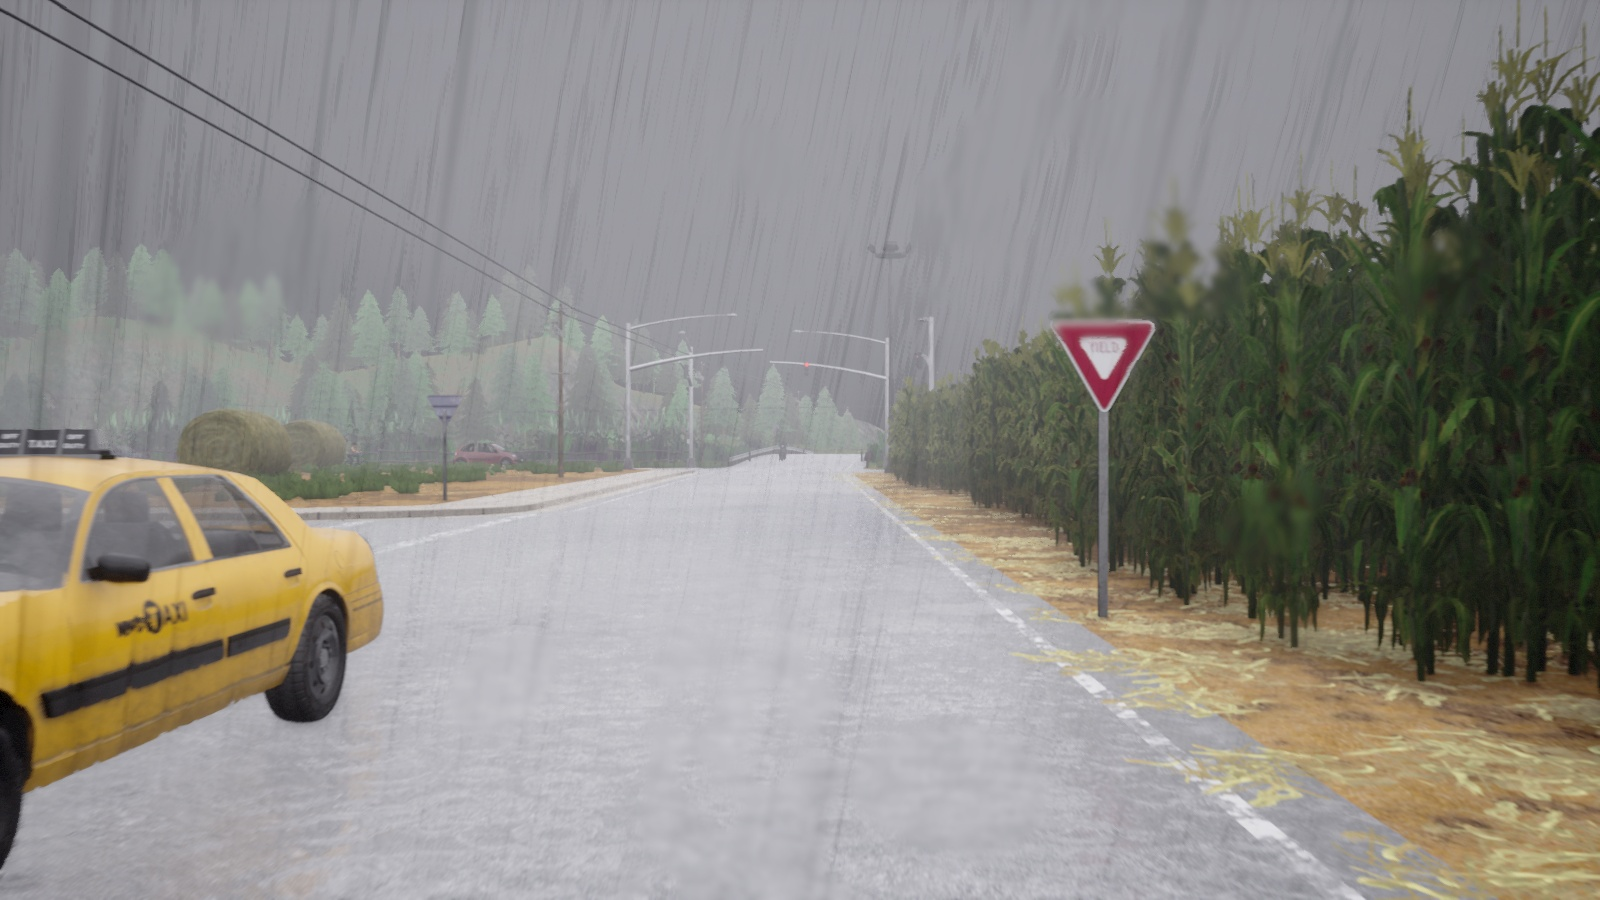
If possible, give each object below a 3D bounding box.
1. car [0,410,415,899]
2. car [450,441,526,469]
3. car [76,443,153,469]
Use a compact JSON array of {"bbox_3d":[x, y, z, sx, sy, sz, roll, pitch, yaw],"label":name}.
[{"bbox_3d":[-3.453,0.665,5.593,1.801,1.575,5.366,0,0,0],"label":"car"},{"bbox_3d":[-18.470,0.289,74.504,3.988,1.617,1.851,0,0,3],"label":"car"},{"bbox_3d":[-41.358,0.346,75.817,3.705,1.549,1.789,0,0,3],"label":"car"}]
